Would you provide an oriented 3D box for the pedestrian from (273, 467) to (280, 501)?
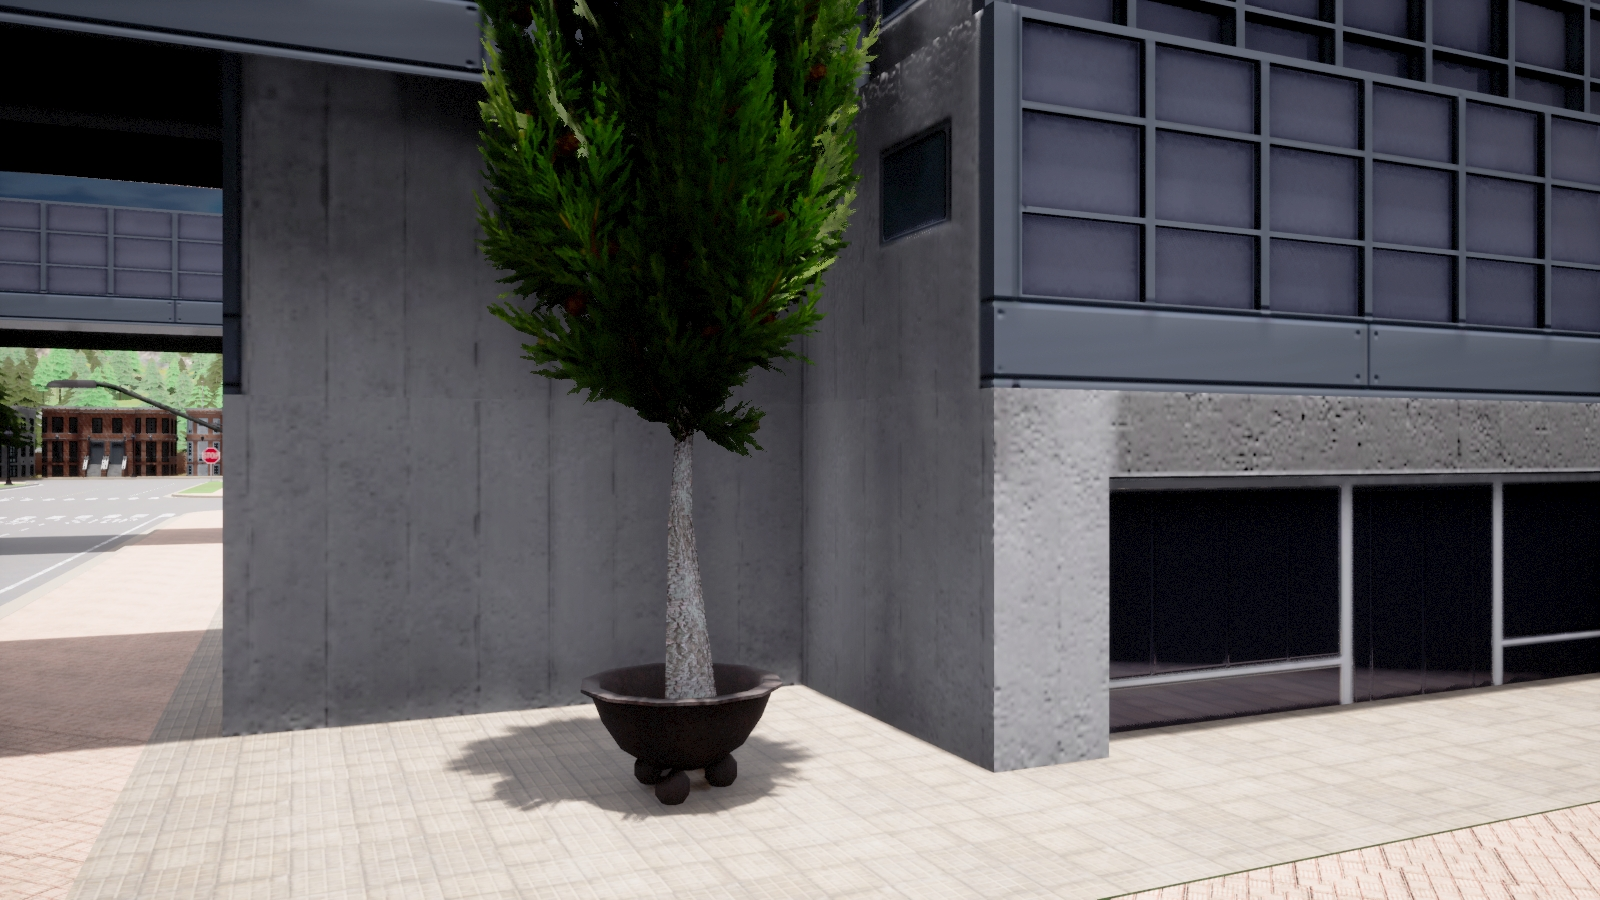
[{"bbox_3d":[-28.528,1.849,62.260,0.375,1.860,0.375,0,0,-24],"label":"pedestrian"}]
